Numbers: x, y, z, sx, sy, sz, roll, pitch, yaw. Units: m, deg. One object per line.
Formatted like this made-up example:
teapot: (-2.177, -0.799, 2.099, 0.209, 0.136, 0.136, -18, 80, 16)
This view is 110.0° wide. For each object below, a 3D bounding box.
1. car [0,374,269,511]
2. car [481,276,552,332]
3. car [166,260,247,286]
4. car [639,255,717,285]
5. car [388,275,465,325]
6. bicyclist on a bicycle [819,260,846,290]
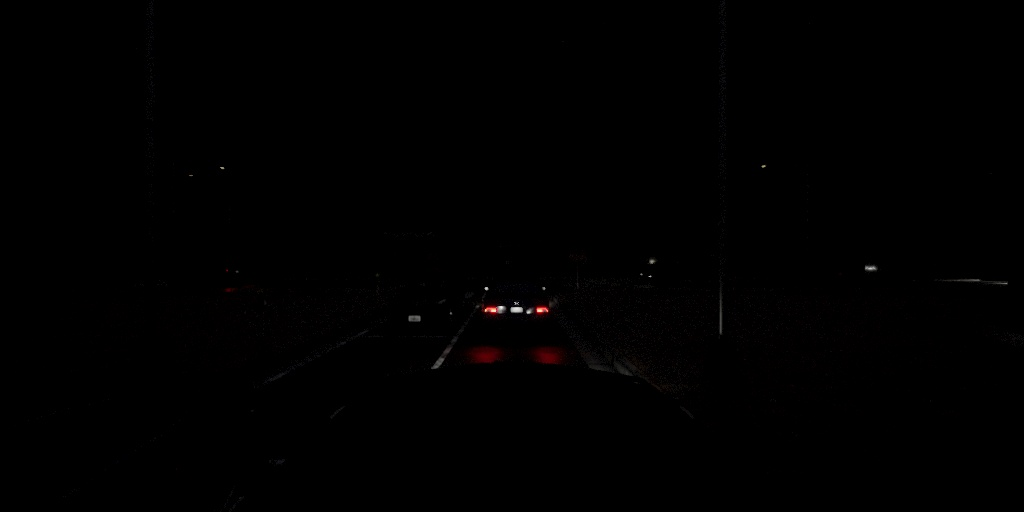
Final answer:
car: (-2.639, 1.316, 0.932, 1.948, 1.339, 4.313, 0, 0, 0)
car: (0.101, 1.296, 10.833, 2.033, 1.411, 5.357, 0, 0, 0)
car: (-21.589, 1.145, 25.423, 4.553, 1.767, 2.097, 0, 0, 0)
car: (11.943, 0.933, 25.355, 5.566, 2.045, 2.150, 0, 0, 0)
car: (-2.619, 1.314, 11.836, 1.948, 1.339, 4.313, 0, 0, 0)
bicyclist on a bicycle: (17.390, 1.020, 19.483, 0.582, 1.620, 1.656, 0, 0, 0)
